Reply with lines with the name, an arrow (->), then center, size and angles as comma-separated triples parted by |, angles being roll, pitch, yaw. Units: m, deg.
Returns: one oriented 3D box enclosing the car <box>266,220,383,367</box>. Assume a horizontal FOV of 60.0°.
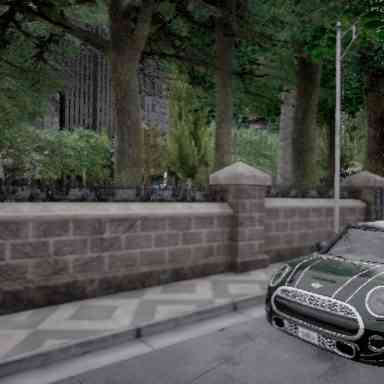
car -> 3.394, 1.334, 5.802 | 4.553, 1.767, 2.097 | 0, 0, -36
